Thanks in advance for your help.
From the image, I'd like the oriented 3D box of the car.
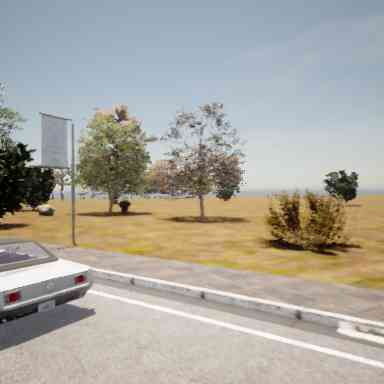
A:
[{"bbox_3d":[-4.263,1.594,6.682,4.718,1.301,1.895,0,0,33],"label":"car"}]
